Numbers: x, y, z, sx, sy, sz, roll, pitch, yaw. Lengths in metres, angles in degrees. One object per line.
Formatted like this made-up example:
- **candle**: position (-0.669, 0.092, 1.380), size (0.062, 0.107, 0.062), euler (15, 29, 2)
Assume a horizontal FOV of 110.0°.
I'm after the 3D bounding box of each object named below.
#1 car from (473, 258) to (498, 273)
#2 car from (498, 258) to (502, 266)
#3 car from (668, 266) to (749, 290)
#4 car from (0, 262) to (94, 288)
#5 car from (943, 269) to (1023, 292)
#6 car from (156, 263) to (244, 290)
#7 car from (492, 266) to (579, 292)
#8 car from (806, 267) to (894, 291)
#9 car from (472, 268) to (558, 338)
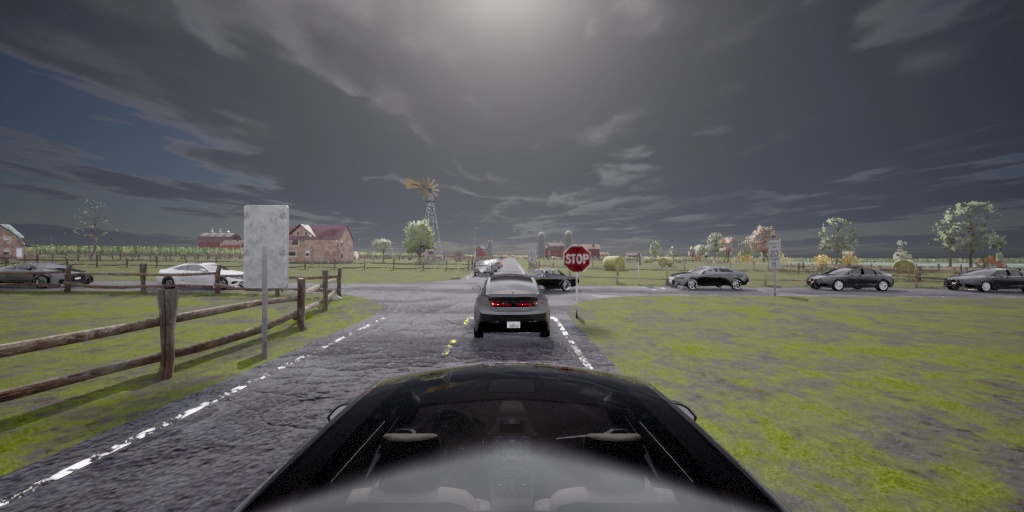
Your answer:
- **car**: position (-2.843, 1.243, 36.927), size (2.128, 1.511, 4.902), euler (0, 0, 0)
- **car**: position (-2.832, 1.241, 46.373), size (2.128, 1.511, 4.902), euler (0, 0, 0)
- **car**: position (12.808, 1.397, 23.508), size (4.902, 1.511, 2.128), euler (1, -1, -2)
- **car**: position (-26.356, 1.048, 20.086), size (4.181, 1.385, 1.994), euler (1, -1, -1)
- **car**: position (31.712, 1.587, 23.791), size (4.892, 1.490, 1.837), euler (1, -1, -1)
- **car**: position (-17.236, 1.103, 20.203), size (4.674, 1.442, 1.812), euler (1, -1, -1)
- **car**: position (1.507, 1.369, 20.284), size (4.718, 1.301, 1.895), euler (1, 0, -35)
- **car**: position (22.209, 1.499, 23.674), size (4.892, 1.490, 1.837), euler (1, -1, -1)
- **car**: position (-0.070, 1.256, 10.239), size (1.837, 1.490, 4.892), euler (0, 0, -3)
